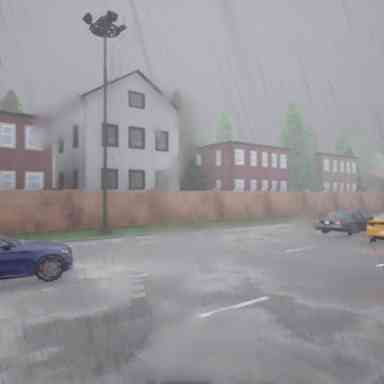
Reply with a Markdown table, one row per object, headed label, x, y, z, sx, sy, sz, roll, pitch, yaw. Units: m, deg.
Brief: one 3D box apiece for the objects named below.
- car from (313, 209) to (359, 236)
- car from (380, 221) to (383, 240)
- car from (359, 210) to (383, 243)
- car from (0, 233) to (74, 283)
| label | x | y | z | sx | sy | sz | roll | pitch | yaw |
| --- | --- | --- | --- | --- | --- | --- | --- | --- | --- |
| car | 9.332 | 1.720 | 19.566 | 5.357 | 1.411 | 2.033 | 0 | -1 | -37 |
| car | 7.492 | 1.578 | 9.410 | 4.892 | 1.490 | 1.837 | 0 | -1 | -37 |
| car | 10.271 | 1.609 | 15.892 | 5.008 | 1.535 | 1.882 | 0 | -1 | -37 |
| car | -5.446 | 1.638 | 8.411 | 4.674 | 1.442 | 1.812 | 0 | -1 | -37 |
